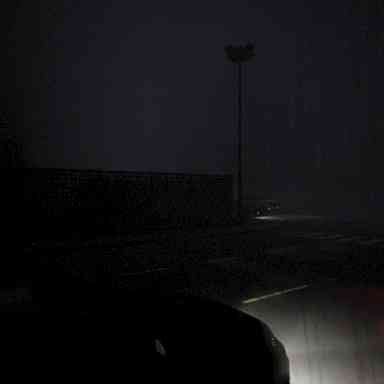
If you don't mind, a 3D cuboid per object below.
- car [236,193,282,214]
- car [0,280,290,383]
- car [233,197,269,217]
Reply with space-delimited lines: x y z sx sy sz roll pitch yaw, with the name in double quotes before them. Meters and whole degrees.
"car" 6.634 1.166 34.267 2.150 2.045 5.566 0 0 -35
"car" -1.035 1.564 3.010 4.181 1.385 1.994 0 0 -35
"car" 4.303 1.492 31.509 2.033 1.411 5.357 0 0 -35
